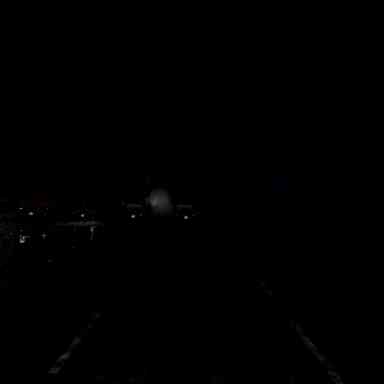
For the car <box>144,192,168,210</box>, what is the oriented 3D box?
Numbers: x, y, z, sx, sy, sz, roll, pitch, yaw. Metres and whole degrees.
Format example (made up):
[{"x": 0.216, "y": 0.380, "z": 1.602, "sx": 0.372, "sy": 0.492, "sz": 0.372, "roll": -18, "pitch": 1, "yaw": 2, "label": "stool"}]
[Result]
[{"x": -4.495, "y": 1.055, "z": 40.811, "sx": 2.150, "sy": 2.045, "sz": 5.566, "roll": 1, "pitch": 0, "yaw": -20, "label": "car"}]

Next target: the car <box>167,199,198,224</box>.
[{"x": -0.660, "y": 1.465, "z": 24.217, "sx": 1.812, "sy": 1.442, "sz": 4.674, "roll": 0, "pitch": 1, "yaw": -7, "label": "car"}]

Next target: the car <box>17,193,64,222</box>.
[{"x": -11.568, "y": 1.123, "z": 25.807, "sx": 2.150, "sy": 2.045, "sz": 5.566, "roll": 0, "pitch": 1, "yaw": -9, "label": "car"}]

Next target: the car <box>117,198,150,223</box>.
[{"x": -4.262, "y": 1.454, "z": 24.888, "sx": 1.812, "sy": 1.442, "sz": 4.674, "roll": 0, "pitch": 0, "yaw": -7, "label": "car"}]

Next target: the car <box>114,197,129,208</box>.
[{"x": -8.430, "y": 1.352, "z": 41.226, "sx": 2.033, "sy": 1.411, "sz": 5.357, "roll": 0, "pitch": 0, "yaw": -22, "label": "car"}]

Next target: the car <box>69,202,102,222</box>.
[{"x": -8.116, "y": 1.476, "z": 25.759, "sx": 1.994, "sy": 1.385, "sz": 4.181, "roll": 0, "pitch": 0, "yaw": -9, "label": "car"}]
